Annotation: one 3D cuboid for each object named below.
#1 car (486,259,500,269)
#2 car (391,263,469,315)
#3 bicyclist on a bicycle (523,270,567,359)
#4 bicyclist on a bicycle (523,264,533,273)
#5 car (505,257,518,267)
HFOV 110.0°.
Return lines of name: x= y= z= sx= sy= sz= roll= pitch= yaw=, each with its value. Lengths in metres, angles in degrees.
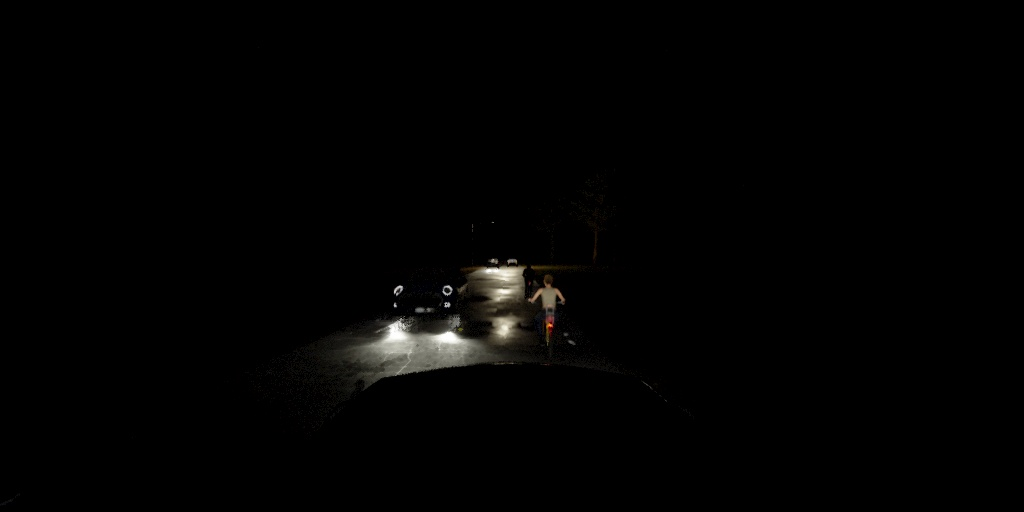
car: x=-2.852 y=1.181 z=53.719 sx=2.128 sy=1.511 sz=4.902 roll=0 pitch=0 yaw=0
car: x=-2.852 y=1.091 z=13.351 sx=2.097 sy=1.767 sz=4.553 roll=0 pitch=0 yaw=0
bicyclist on a bicycle: x=0.739 y=1.182 z=7.435 sx=0.866 sy=1.612 sz=1.509 roll=0 pitch=-1 yaw=0
bicyclist on a bicycle: x=0.753 y=1.190 z=16.041 sx=0.582 sy=1.620 sz=1.656 roll=0 pitch=0 yaw=0
car: x=0.084 y=1.275 z=62.318 sx=1.895 sy=1.301 sz=4.718 roll=0 pitch=0 yaw=0
